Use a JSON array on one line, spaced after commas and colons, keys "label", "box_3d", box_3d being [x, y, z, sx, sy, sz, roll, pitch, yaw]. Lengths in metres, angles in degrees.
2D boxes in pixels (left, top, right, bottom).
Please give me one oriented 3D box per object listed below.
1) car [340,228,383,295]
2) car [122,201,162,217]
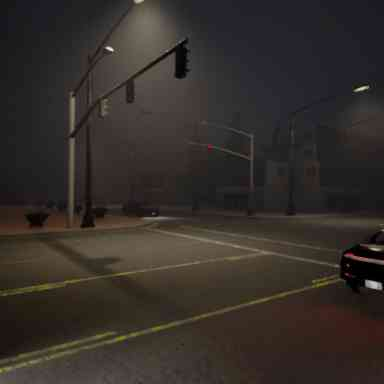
[{"label": "car", "box_3d": [5.341, 1.525, 7.566, 4.902, 1.511, 2.128, 1, 0, -35]}, {"label": "car", "box_3d": [-4.978, 1.585, 32.269, 2.033, 1.411, 5.357, 1, 0, -35]}]
